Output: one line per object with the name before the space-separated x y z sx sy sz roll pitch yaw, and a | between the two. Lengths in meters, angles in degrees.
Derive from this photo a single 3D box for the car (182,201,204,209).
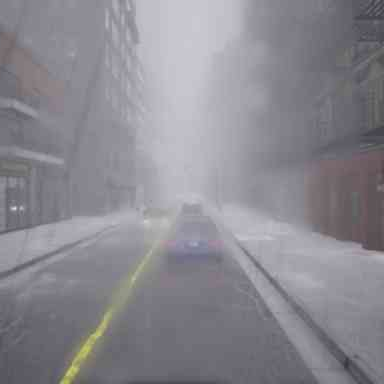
car | 0.104 1.568 32.053 1.882 1.535 5.008 0 0 0

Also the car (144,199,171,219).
car | -3.086 1.438 30.320 2.097 1.767 4.553 0 0 0

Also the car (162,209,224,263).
car | 0.090 1.582 12.023 2.033 1.411 5.357 0 0 0
